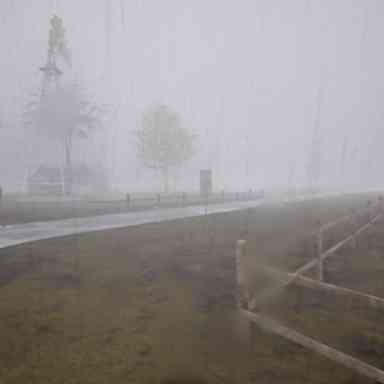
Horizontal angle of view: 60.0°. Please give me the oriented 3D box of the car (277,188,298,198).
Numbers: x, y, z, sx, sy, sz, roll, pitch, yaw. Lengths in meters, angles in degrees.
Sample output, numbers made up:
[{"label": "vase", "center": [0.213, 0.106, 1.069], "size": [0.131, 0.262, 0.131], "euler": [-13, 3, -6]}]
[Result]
[{"label": "car", "center": [14.324, 0.100, 49.679], "size": [2.128, 1.511, 4.902], "euler": [-1, 1, 35]}]
